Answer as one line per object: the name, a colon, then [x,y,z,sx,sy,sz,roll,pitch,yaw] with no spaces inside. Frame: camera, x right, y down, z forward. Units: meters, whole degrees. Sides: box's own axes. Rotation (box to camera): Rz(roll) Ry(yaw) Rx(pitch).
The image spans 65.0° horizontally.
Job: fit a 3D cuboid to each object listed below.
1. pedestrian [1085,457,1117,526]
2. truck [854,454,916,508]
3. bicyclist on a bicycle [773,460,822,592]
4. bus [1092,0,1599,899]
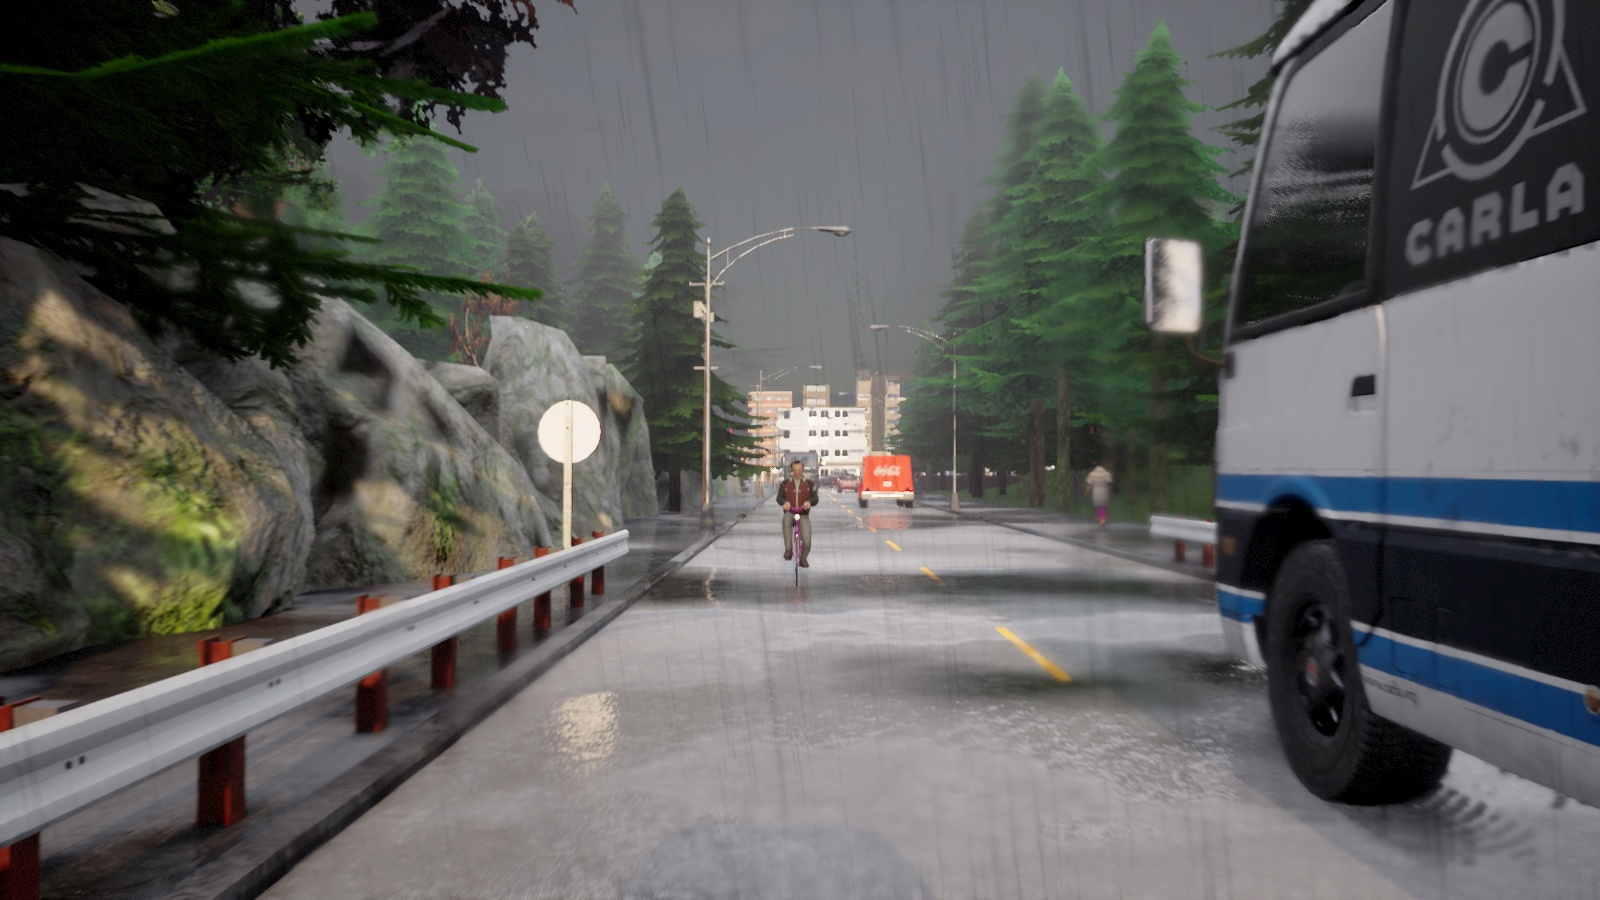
pedestrian: [8.666,1.199,36.173,0.659,1.952,0.873,0,-1,-1]
truck: [4.039,1.495,60.546,2.627,2.467,5.204,0,-1,0]
bicyclist on a bicycle: [-0.034,1.038,17.867,0.659,1.776,1.843,0,-1,0]
bus: [3.985,-0.507,3.384,3.944,4.253,10.273,0,-1,0]
